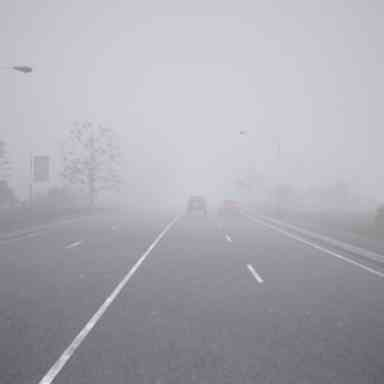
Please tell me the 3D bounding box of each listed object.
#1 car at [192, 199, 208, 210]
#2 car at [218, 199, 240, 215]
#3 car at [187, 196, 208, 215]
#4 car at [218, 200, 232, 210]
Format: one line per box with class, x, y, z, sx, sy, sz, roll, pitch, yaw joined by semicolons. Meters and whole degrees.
car;1.193;1.800;48.145;2.033;1.411;5.357;0;0;4
car;4.101;1.547;37.108;2.097;1.767;4.553;0;0;3
car;0.587;1.415;36.844;2.150;2.045;5.566;0;0;3
car;4.735;1.856;48.510;1.895;1.301;4.718;0;0;4
